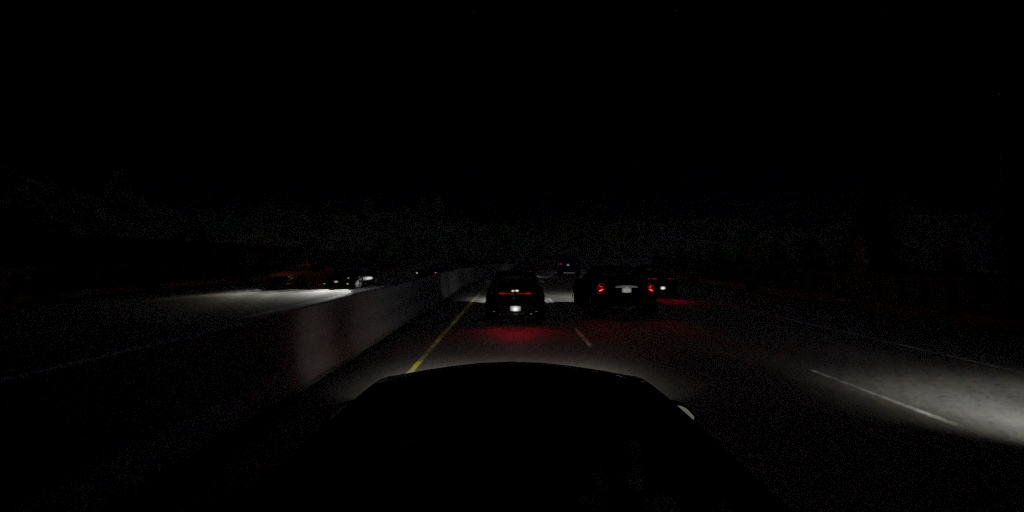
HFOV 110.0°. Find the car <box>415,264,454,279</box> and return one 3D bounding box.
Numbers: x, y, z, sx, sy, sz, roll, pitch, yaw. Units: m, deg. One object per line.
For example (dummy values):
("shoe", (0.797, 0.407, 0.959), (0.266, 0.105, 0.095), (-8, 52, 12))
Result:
("car", (-6.229, 1.360, 29.240), (1.895, 1.301, 4.718), (0, 0, 7))

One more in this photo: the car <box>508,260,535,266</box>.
("car", (1.207, 1.295, 30.835), (2.033, 1.411, 5.357), (0, 0, 9))

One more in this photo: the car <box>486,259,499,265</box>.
("car", (-2.874, 1.315, 64.407), (1.812, 1.442, 4.674), (0, 0, 26))

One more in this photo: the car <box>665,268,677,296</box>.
("car", (7.218, 1.256, 19.385), (1.837, 1.490, 4.892), (0, 0, 2))

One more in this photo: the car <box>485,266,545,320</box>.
("car", (0.107, 1.257, 12.686), (1.837, 1.490, 4.892), (0, 0, 0))

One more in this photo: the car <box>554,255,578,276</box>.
("car", (5.978, 0.957, 37.076), (2.150, 2.045, 5.566), (0, 0, 13))

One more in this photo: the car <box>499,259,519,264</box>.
("car", (0.223, 1.250, 62.712), (1.882, 1.535, 5.008), (0, 0, 26))

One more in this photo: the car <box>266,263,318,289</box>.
("car", (-13.719, 1.239, 23.553), (1.882, 1.535, 5.008), (0, 0, 4))

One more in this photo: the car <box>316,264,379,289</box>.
("car", (-10.226, 1.323, 23.057), (1.994, 1.385, 4.181), (0, 0, 4))

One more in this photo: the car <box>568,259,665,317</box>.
("car", (3.611, 1.105, 13.376), (2.097, 1.767, 4.553), (0, 0, 0))
